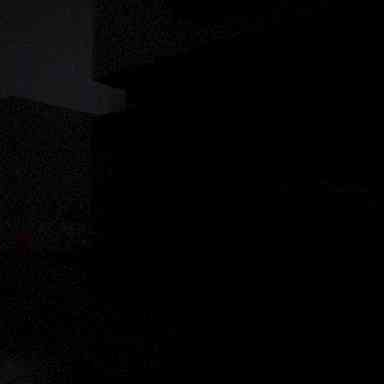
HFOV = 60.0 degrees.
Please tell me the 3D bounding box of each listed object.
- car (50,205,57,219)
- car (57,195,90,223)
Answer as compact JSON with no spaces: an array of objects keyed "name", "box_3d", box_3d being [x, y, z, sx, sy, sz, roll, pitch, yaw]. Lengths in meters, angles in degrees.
[{"name":"car","box_3d":[-8.574,1.239,24.724,3.633,1.501,1.845,0,0,-44]},{"name":"car","box_3d":[-6.852,1.088,22.991,3.866,1.878,1.905,0,0,-44]}]
